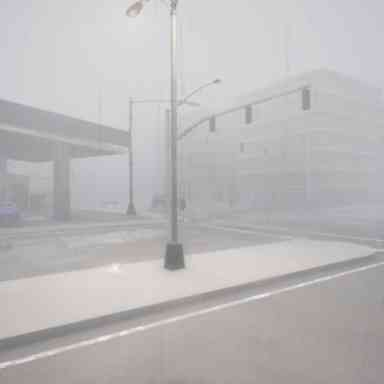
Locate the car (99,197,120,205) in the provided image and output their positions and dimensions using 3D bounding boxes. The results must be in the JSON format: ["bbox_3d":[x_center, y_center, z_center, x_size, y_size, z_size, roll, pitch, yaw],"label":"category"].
[{"bbox_3d":[-13.766,1.485,55.535,1.895,1.301,4.718,0,0,-36],"label":"car"}]

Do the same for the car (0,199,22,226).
[{"bbox_3d":[-13.120,1.294,20.565,4.611,1.667,2.242,0,0,-35],"label":"car"}]

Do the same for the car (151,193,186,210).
[{"bbox_3d":[-2.988,1.100,40.834,2.150,2.045,5.566,0,0,-36],"label":"car"}]
